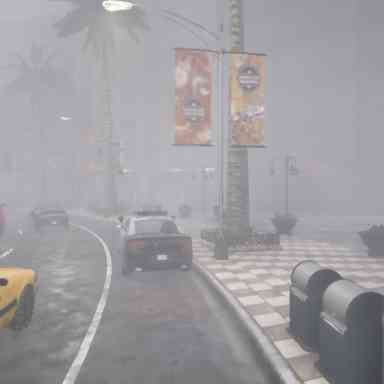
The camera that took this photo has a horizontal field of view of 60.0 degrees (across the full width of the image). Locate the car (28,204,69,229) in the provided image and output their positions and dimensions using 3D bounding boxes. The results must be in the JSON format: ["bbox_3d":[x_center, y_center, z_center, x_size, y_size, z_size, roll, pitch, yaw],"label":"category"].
[{"bbox_3d":[-8.992,1.482,20.713,2.128,1.511,4.902,0,0,-31],"label":"car"}]

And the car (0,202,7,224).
[{"bbox_3d":[-11.575,1.211,18.318,2.150,2.045,5.566,0,0,-30],"label":"car"}]

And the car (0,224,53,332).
[{"bbox_3d":[-3.390,1.452,3.769,1.801,1.575,5.366,0,0,-6],"label":"car"}]

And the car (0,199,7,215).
[{"bbox_3d":[-21.034,1.455,34.070,5.008,1.535,1.882,1,0,38],"label":"car"}]

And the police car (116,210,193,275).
[{"bbox_3d":[-1.379,1.422,10.782,1.930,1.638,5.238,0,0,-14],"label":"police car"}]
